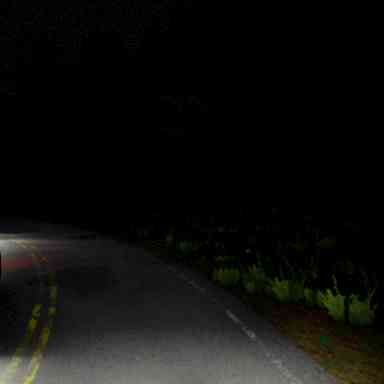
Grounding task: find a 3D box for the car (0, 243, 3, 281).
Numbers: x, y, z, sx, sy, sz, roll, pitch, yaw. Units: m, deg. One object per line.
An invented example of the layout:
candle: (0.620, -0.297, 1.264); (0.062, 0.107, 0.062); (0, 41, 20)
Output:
car: (-4.813, 1.426, 6.355); (1.812, 1.442, 4.674); (0, 2, -24)
